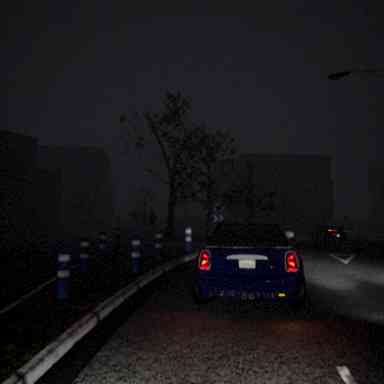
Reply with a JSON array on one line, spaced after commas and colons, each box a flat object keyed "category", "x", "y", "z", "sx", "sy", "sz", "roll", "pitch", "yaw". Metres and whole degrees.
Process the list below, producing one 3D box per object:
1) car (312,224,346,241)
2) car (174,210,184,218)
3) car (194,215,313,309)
[{"category": "car", "x": 12.468, "y": 3.749, "z": 30.900, "sx": 1.837, "sy": 1.490, "sz": 4.892, "roll": 3, "pitch": -6, "yaw": -1}, {"category": "car", "x": -4.055, "y": 6.226, "z": 90.264, "sx": 1.895, "sy": 1.301, "sz": 4.718, "roll": 0, "pitch": 0, "yaw": 3}, {"category": "car", "x": 1.411, "y": 1.372, "z": 8.108, "sx": 2.097, "sy": 1.767, "sz": 4.553, "roll": -1, "pitch": -2, "yaw": 11}]
